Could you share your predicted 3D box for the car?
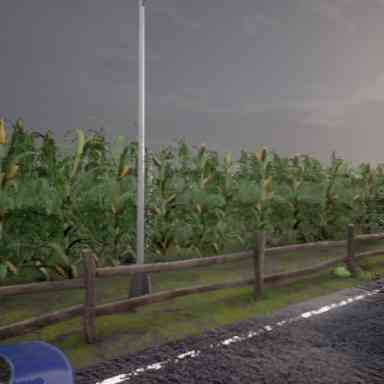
[{"bbox_3d":[-2.711,1.515,1.136,4.674,1.442,1.812,1,0,-35],"label":"car"}]
